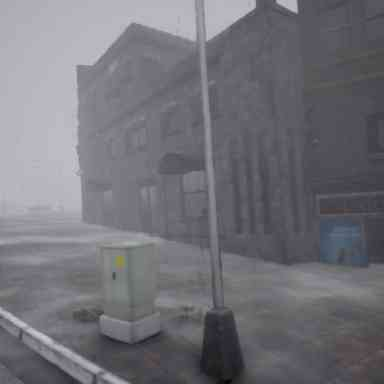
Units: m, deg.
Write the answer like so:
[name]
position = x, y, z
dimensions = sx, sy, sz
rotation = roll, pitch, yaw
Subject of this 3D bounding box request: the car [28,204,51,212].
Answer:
[car]
position = -26.741, 2.841, 58.312
dimensions = 1.895, 1.301, 4.718
rotation = -4, -2, 4
